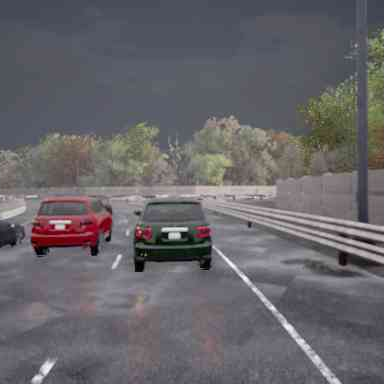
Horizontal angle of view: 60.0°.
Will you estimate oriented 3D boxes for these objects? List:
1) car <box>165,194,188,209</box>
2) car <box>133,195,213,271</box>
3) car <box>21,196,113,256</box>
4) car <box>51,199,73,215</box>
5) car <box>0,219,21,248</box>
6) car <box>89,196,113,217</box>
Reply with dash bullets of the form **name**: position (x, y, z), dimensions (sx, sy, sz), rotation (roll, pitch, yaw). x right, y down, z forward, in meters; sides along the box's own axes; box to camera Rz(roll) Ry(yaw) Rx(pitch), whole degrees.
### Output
- **car**: position (-1.956, 1.184, 42.854), dimensions (2.097, 1.767, 4.553), rotation (0, 0, 9)
- **car**: position (-0.725, 1.180, 10.996), dimensions (2.150, 2.045, 5.566), rotation (0, 0, -6)
- **car**: position (-4.504, 1.197, 13.233), dimensions (2.150, 2.045, 5.566), rotation (0, 0, -7)
- **car**: position (-13.435, 1.511, 34.620), dimensions (1.994, 1.385, 4.181), rotation (0, 0, -20)
- **car**: position (-7.848, 1.551, 11.992), dimensions (2.033, 1.411, 5.357), rotation (0, 0, -7)
- **car**: position (-8.741, 1.279, 31.687), dimensions (2.097, 1.767, 4.553), rotation (0, 0, -17)
